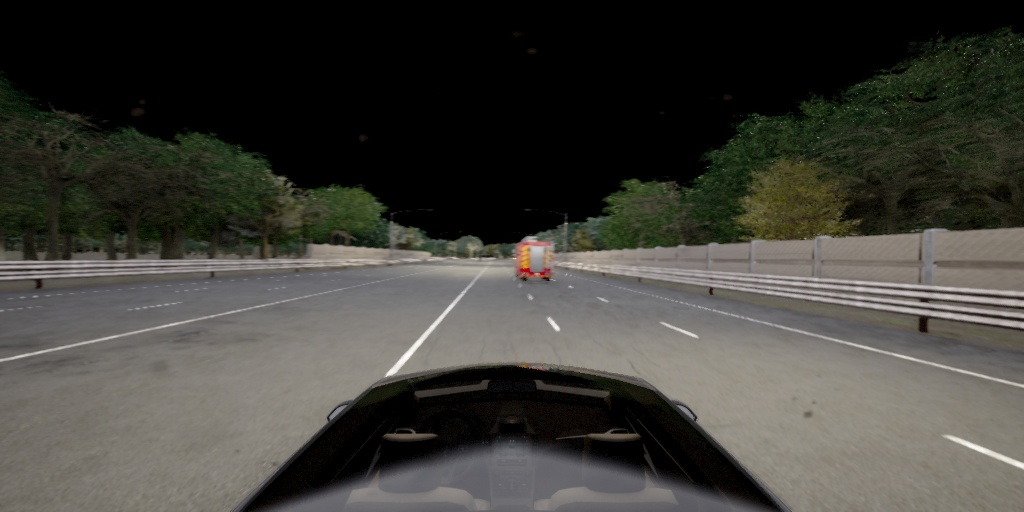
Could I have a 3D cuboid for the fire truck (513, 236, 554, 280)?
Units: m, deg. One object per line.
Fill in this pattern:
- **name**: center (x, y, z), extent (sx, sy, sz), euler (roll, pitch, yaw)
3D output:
- **fire truck**: center (1.956, 0.266, 34.537), extent (2.891, 3.827, 8.468), euler (1, 0, -3)
